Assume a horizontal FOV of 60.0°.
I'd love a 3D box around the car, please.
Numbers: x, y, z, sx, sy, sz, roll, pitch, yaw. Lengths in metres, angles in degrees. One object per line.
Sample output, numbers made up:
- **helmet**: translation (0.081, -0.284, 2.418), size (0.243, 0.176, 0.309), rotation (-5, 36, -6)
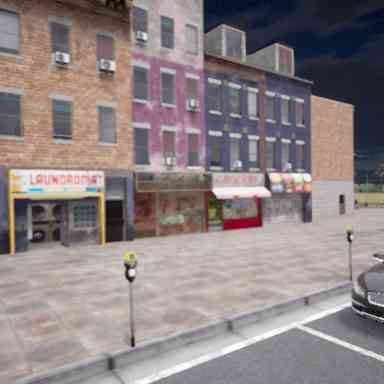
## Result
- **car**: translation (4.681, 1.498, 6.150), size (4.403, 1.369, 2.008), rotation (-1, 0, -35)
